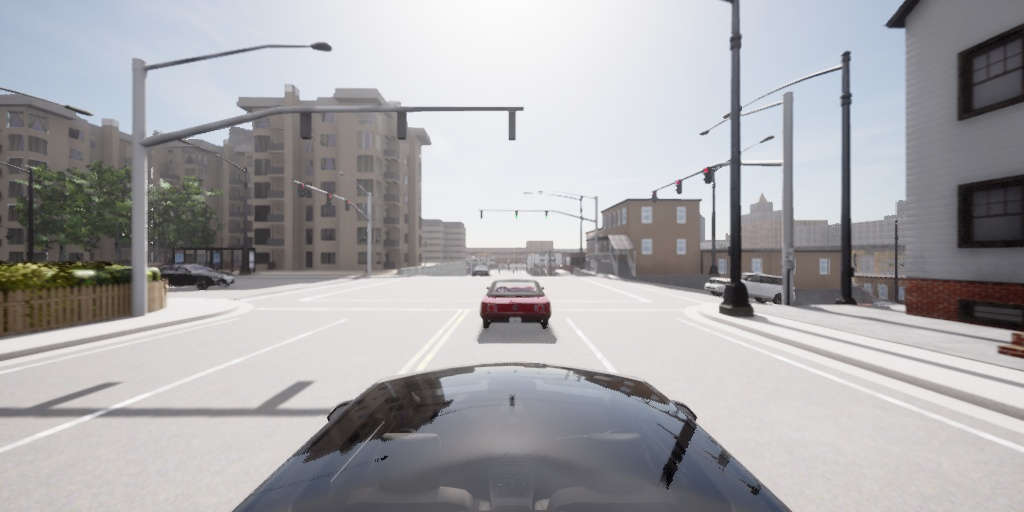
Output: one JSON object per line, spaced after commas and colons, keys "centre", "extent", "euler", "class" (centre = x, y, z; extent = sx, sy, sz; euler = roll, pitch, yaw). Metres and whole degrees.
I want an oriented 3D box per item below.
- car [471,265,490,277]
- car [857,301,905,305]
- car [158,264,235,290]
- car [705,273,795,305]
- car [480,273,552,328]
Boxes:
{"centre": [-3.589, 1.810, 42.051], "extent": [1.812, 1.442, 4.674], "euler": [0, -4, 0], "class": "car"}
{"centre": [26.582, 3.976, 25.269], "extent": [4.553, 1.767, 2.097], "euler": [13, 0, 0], "class": "car"}
{"centre": [-19.810, 1.260, 22.082], "extent": [4.902, 1.511, 2.128], "euler": [0, 0, 1], "class": "car"}
{"centre": [16.764, 2.183, 25.297], "extent": [5.566, 2.045, 2.150], "euler": [9, 0, 1], "class": "car"}
{"centre": [0.112, 1.361, 11.412], "extent": [1.895, 1.301, 4.718], "euler": [0, 0, 0], "class": "car"}
